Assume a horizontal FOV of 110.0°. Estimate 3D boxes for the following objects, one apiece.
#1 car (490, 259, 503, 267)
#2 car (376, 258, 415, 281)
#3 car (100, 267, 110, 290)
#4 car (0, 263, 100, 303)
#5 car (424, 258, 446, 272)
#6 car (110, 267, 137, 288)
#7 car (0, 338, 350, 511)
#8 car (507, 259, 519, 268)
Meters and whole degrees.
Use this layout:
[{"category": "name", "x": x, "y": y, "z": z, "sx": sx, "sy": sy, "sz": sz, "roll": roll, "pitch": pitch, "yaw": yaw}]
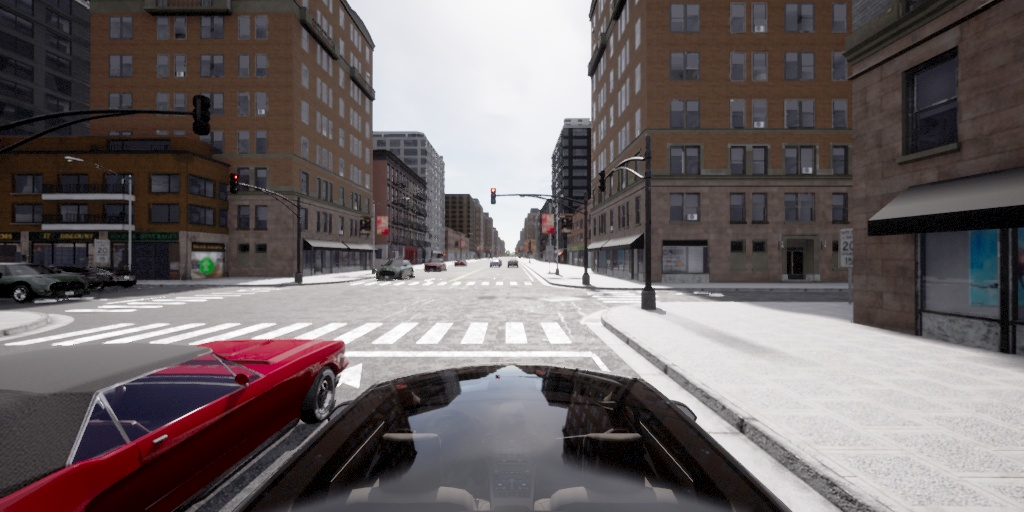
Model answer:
[{"category": "car", "x": -2.988, "y": 1.277, "z": 64.133, "sx": 2.033, "sy": 1.411, "sz": 5.357, "roll": 0, "pitch": 0, "yaw": 0}, {"category": "car", "x": -9.778, "y": 1.097, "z": 30.283, "sx": 2.097, "sy": 1.767, "sz": 4.553, "roll": 0, "pitch": 0, "yaw": 0}, {"category": "car", "x": -24.943, "y": 1.256, "z": 19.064, "sx": 4.892, "sy": 1.490, "sz": 1.837, "roll": 0, "pitch": 0, "yaw": 1}, {"category": "car", "x": -22.165, "y": 1.093, "z": 16.172, "sx": 4.553, "sy": 1.767, "sz": 2.097, "roll": 0, "pitch": 0, "yaw": 0}, {"category": "car", "x": -9.735, "y": 1.092, "z": 45.657, "sx": 2.097, "sy": 1.767, "sz": 4.553, "roll": 0, "pitch": 0, "yaw": 0}, {"category": "car", "x": -25.324, "y": 1.327, "z": 21.680, "sx": 4.313, "sy": 1.339, "sz": 1.948, "roll": 0, "pitch": 0, "yaw": 0}, {"category": "car", "x": -3.157, "y": 1.351, "z": 2.816, "sx": 1.895, "sy": 1.301, "sz": 4.718, "roll": 0, "pitch": 0, "yaw": 0}, {"category": "car", "x": 0.157, "y": 1.236, "z": 62.178, "sx": 1.837, "sy": 1.490, "sz": 4.892, "roll": 0, "pitch": 0, "yaw": 0}]
